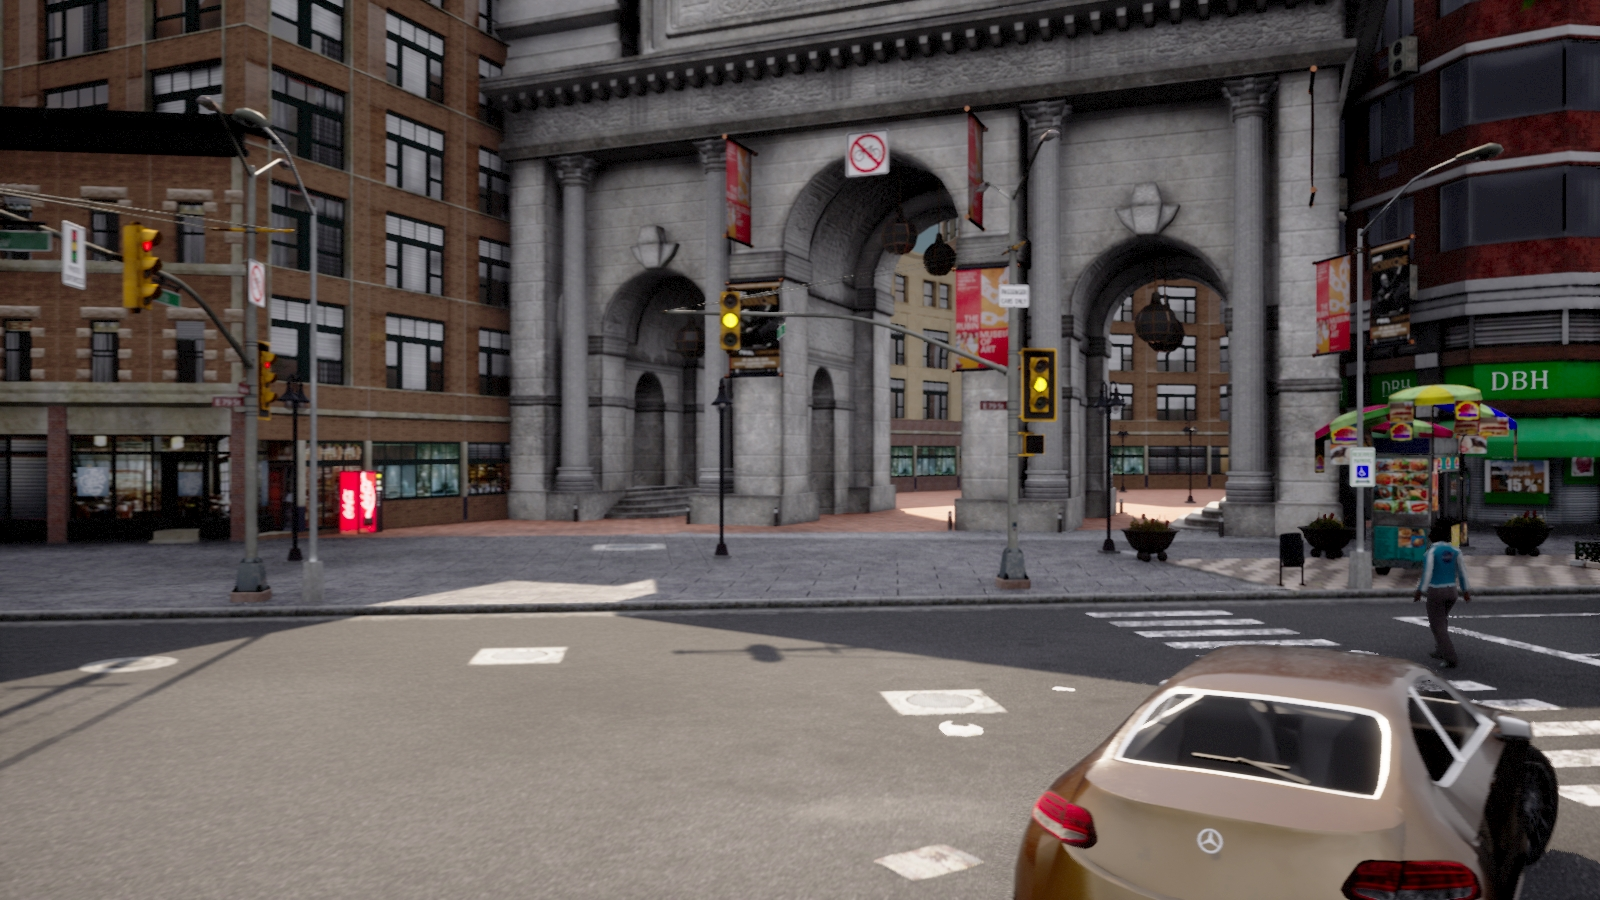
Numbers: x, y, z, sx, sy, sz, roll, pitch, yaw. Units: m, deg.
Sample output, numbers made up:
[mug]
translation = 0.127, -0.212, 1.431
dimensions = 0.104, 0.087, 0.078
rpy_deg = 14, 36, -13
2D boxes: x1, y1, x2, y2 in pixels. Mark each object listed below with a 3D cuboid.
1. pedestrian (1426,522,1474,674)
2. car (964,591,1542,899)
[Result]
[pedestrian]
translation = 8.191, 1.851, 14.406
dimensions = 0.375, 1.860, 0.375
rpy_deg = 0, 0, -7
[car]
translation = 3.069, 1.993, 6.798
dimensions = 2.152, 1.651, 5.027
rpy_deg = 0, 0, 34
